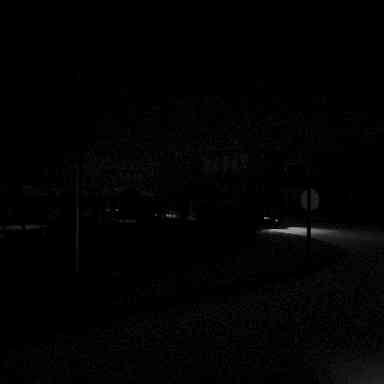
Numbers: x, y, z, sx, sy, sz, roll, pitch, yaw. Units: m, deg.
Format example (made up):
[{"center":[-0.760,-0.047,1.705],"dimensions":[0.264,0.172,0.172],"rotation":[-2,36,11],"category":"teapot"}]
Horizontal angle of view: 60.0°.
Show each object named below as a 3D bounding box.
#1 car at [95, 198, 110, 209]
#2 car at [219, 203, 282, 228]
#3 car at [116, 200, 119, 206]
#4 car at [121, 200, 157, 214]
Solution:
[{"center":[-12.326,1.521,44.923],"dimensions":[1.812,1.442,4.674],"rotation":[0,0,-35],"category":"car"},{"center":[3.760,1.500,22.292],"dimensions":[1.837,1.490,4.892],"rotation":[0,0,-35],"category":"car"},{"center":[-10.083,1.541,48.961],"dimensions":[2.033,1.411,5.357],"rotation":[0,0,-37],"category":"car"},{"center":[-5.302,1.543,35.011],"dimensions":[2.033,1.411,5.357],"rotation":[0,0,-36],"category":"car"}]
